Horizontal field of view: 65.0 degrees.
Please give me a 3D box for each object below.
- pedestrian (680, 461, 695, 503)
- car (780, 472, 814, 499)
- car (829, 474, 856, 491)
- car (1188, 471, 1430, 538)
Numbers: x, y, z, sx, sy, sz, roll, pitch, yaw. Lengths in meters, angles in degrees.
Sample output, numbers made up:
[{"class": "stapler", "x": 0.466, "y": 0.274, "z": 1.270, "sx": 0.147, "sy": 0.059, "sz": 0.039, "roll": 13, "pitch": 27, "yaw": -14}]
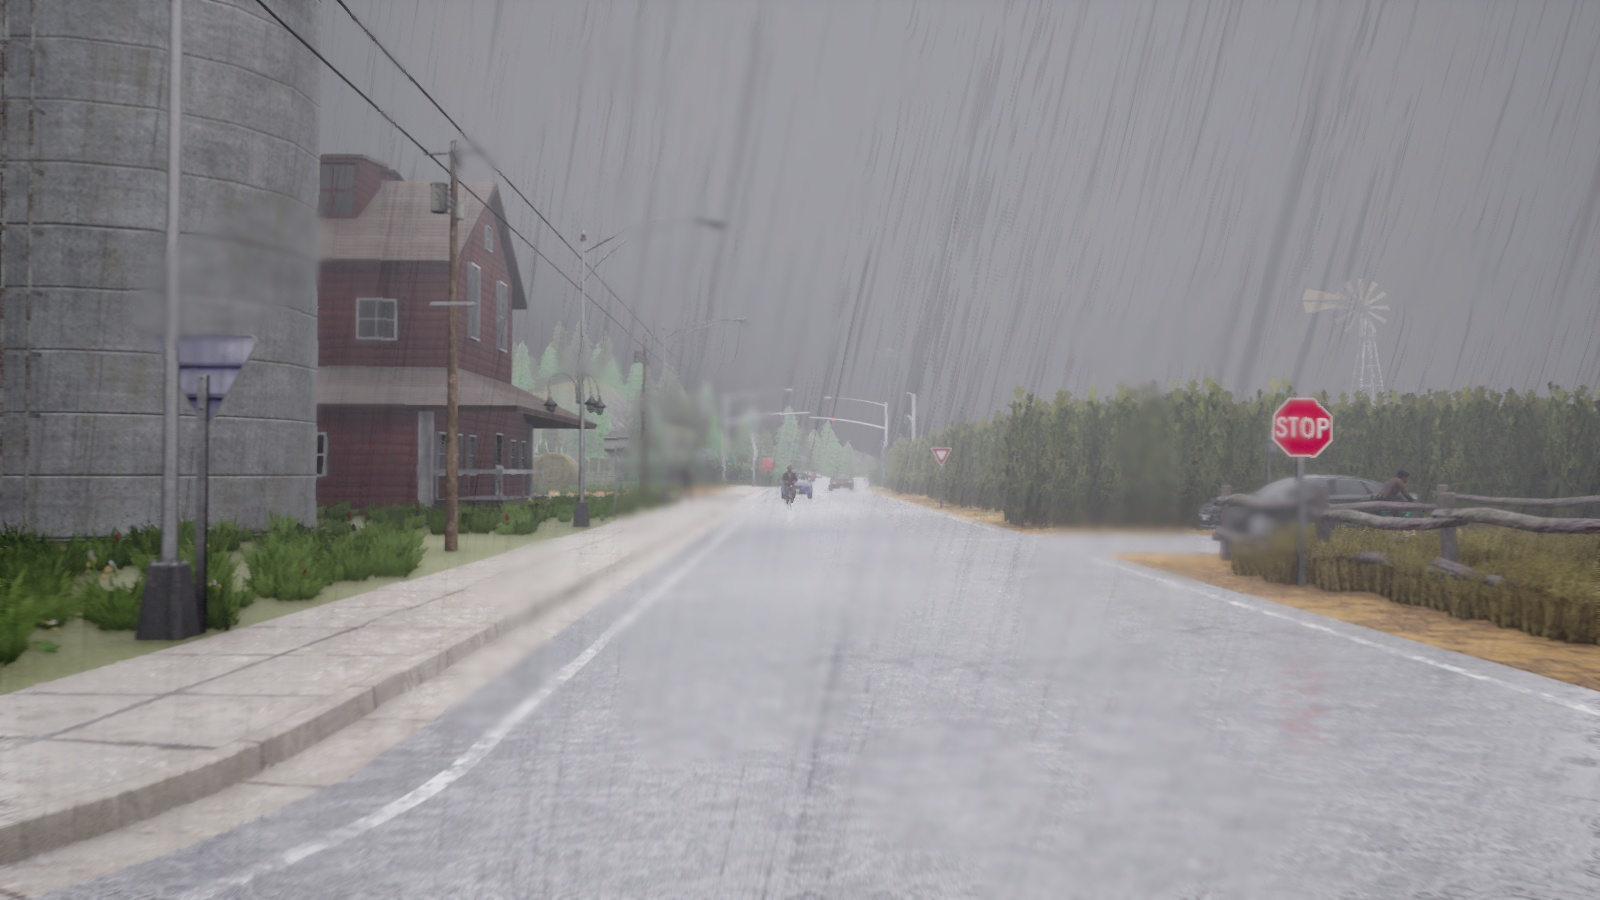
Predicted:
[{"class": "pedestrian", "x": -5.080, "y": 1.436, "z": 56.547, "sx": 0.376, "sy": 1.854, "sz": 0.720, "roll": -1, "pitch": -1, "yaw": 24}, {"class": "car", "x": -0.172, "y": 1.990, "z": 70.781, "sx": 1.816, "sy": 1.474, "sz": 4.193, "roll": 0, "pitch": -1, "yaw": 0}, {"class": "car", "x": 3.269, "y": 2.498, "z": 97.296, "sx": 1.895, "sy": 1.301, "sz": 4.718, "roll": 0, "pitch": -1, "yaw": 0}, {"class": "car", "x": 11.751, "y": 1.252, "z": 29.212, "sx": 4.892, "sy": 1.490, "sz": 1.837, "roll": 0, "pitch": -1, "yaw": 0}]
